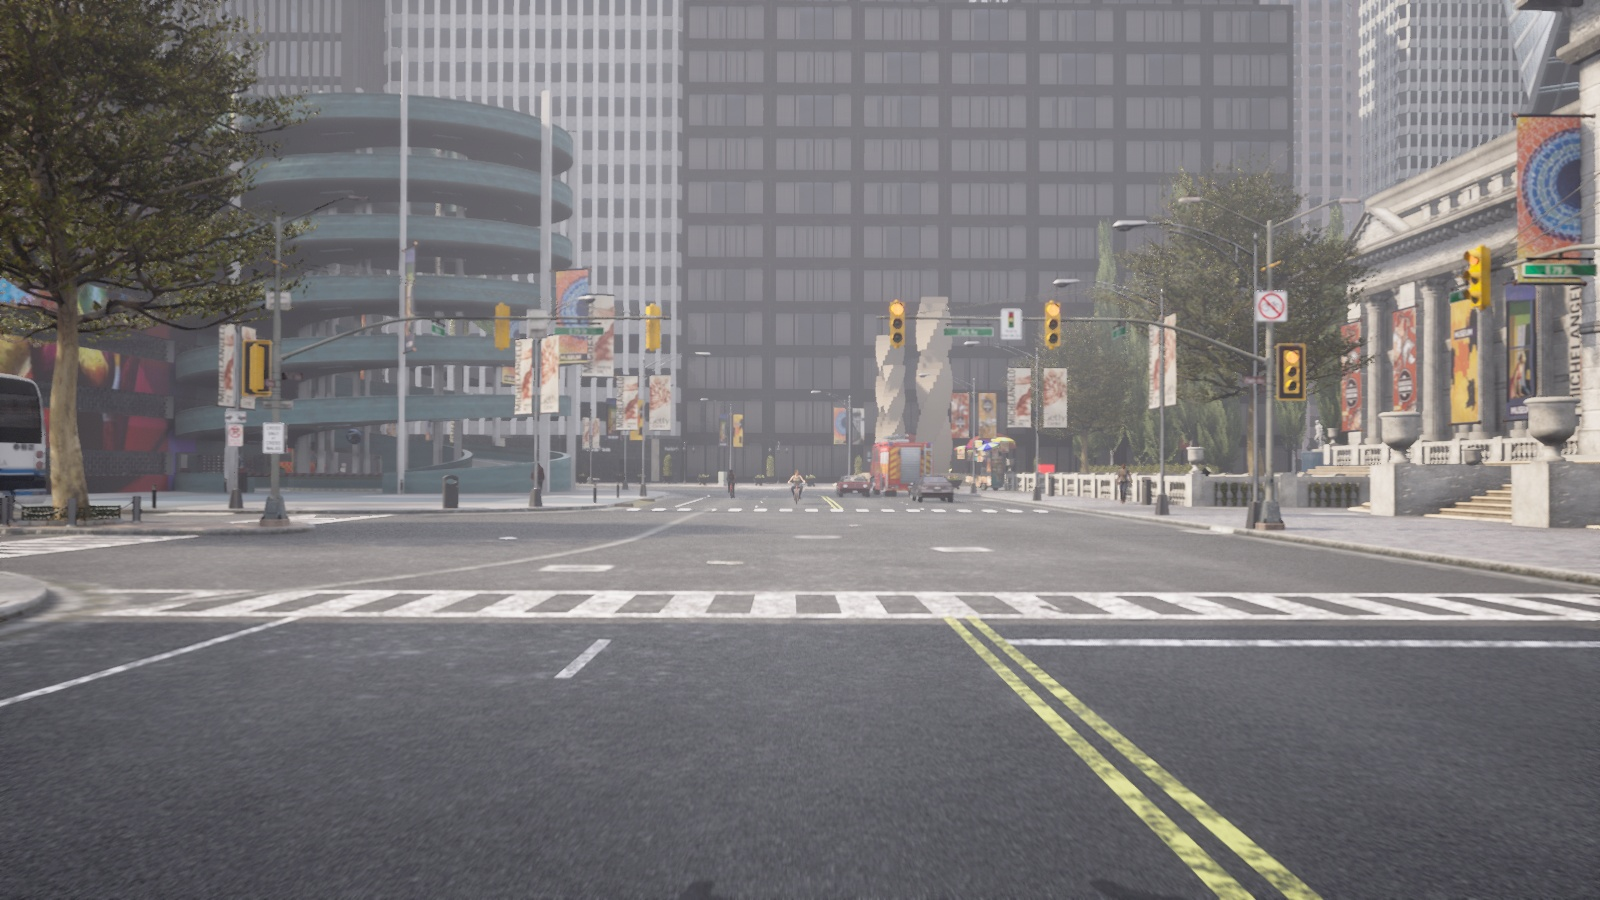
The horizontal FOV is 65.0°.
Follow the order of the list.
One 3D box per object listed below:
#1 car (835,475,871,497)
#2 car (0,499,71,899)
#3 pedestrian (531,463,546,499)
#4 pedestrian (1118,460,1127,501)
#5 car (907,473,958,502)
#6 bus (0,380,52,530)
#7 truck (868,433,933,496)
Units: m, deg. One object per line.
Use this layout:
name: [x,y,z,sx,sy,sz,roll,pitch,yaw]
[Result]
car: [3.206,2.175,76.520,1.895,1.301,4.718,0,-1,-2]
car: [-3.506,0.882,2.382,1.816,1.474,4.193,0,-1,0]
pedestrian: [-13.400,1.597,64.443,0.634,1.844,0.899,0,-1,-3]
pedestrian: [14.117,1.329,54.967,0.328,1.805,0.869,-1,-1,17]
car: [6.829,1.918,65.129,2.033,1.411,5.357,0,-1,0]
bus: [-27.653,0.165,37.062,10.273,4.253,3.944,0,-1,20]
truck: [6.366,0.968,80.762,2.891,3.827,8.468,0,-1,-5]
